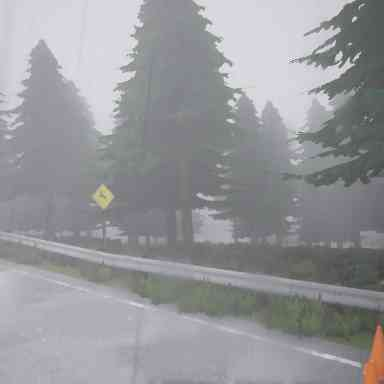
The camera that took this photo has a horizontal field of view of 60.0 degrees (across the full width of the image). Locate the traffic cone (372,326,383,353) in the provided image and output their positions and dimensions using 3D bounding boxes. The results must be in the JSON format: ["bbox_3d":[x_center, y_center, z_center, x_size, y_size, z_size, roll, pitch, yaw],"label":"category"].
[{"bbox_3d":[2.323,1.956,4.118,0.340,0.580,0.340,0,0,34],"label":"traffic cone"}]

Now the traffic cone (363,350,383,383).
[{"bbox_3d":[1.778,1.956,3.283,0.340,0.580,0.340,0,0,34],"label":"traffic cone"}]
